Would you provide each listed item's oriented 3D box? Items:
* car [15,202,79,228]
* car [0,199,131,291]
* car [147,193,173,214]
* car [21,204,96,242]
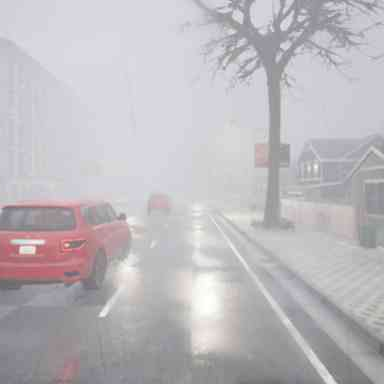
[{"bbox_3d":[-9.823,1.475,23.092,2.033,1.411,5.357,0,0,0],"label":"car"},{"bbox_3d":[-3.150,1.195,9.057,2.150,2.045,5.566,0,0,0],"label":"car"},{"bbox_3d":[-3.164,1.111,33.247,2.150,2.045,5.566,0,0,0],"label":"car"},{"bbox_3d":[-6.591,1.453,17.091,1.837,1.490,4.892,0,0,0],"label":"car"}]
